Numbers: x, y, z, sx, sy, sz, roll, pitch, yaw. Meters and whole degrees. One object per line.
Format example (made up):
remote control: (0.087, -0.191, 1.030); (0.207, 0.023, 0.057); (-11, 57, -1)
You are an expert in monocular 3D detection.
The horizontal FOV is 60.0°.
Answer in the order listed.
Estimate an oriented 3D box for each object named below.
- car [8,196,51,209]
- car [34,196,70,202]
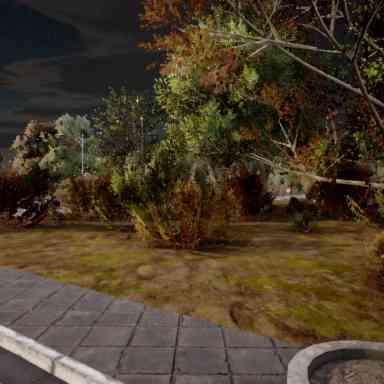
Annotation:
car: (-20.742, 1.275, 42.627); (1.812, 1.442, 4.674); (0, 0, 32)
car: (-17.480, 1.125, 41.241); (2.097, 1.767, 4.553); (0, 0, 32)
